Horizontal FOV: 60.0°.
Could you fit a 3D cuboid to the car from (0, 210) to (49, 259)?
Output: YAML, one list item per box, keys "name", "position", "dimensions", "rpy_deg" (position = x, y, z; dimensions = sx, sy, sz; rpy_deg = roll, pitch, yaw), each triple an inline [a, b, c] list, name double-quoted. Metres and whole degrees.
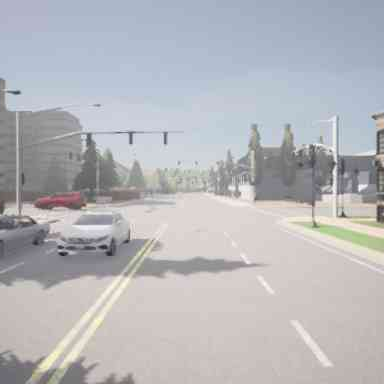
- name: "car"
  position: [-7.067, 1.548, 12.189]
  dimensions: [1.895, 1.301, 4.718]
  rpy_deg: [0, 0, 0]

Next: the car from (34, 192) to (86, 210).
- name: "car"
  position: [-14.889, 1.053, 37.774]
  dimensions: [5.566, 2.045, 2.150]
  rpy_deg: [-1, 0, 0]

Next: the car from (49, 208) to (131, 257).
- name: "car"
  position: [-3.561, 1.469, 12.907]
  dimensions: [1.812, 1.442, 4.674]
  rpy_deg: [0, 0, 0]
